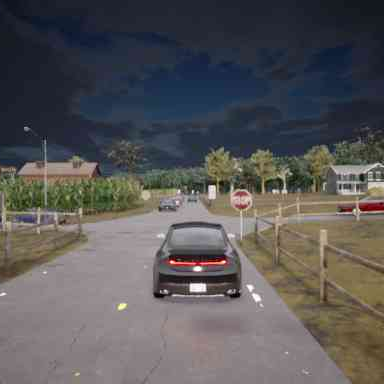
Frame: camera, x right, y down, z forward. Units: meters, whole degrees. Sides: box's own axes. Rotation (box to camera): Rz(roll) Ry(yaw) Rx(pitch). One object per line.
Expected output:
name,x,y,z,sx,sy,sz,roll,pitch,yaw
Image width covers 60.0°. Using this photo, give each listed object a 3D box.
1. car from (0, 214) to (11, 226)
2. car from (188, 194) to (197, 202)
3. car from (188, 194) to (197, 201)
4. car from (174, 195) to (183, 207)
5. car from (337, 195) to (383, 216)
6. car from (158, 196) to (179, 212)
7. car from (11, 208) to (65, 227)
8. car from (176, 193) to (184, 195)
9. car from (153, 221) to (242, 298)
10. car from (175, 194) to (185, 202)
car,-15.331,1.664,22.655,4.553,1.767,2.097,-1,-2,-2
car,0.064,1.482,70.349,1.994,1.385,4.181,0,0,0
car,0.076,1.299,80.362,2.033,1.411,5.357,0,0,0
car,-2.788,1.562,48.742,1.895,1.301,4.718,0,0,0
car,13.786,1.023,25.536,5.008,1.535,1.882,-2,-2,0
car,-2.814,1.538,38.693,1.994,1.385,4.181,0,0,-2
car,-11.906,1.898,25.331,4.181,1.385,1.994,-2,-2,6
car,-2.684,1.147,72.220,2.150,2.045,5.566,0,0,0
car,0.106,1.507,8.521,1.837,1.490,4.892,0,0,0
car,-2.739,1.550,58.994,1.895,1.301,4.718,0,0,1
